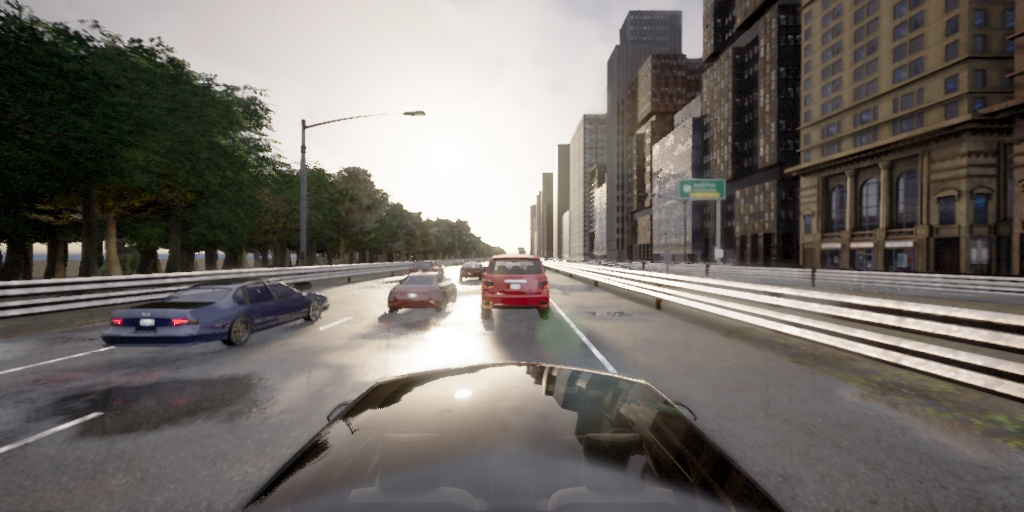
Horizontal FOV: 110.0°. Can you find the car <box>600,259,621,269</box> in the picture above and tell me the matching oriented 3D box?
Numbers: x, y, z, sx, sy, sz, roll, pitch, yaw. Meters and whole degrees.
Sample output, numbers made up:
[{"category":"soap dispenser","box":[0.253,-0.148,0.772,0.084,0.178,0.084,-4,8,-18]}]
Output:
[{"category":"car","box":[16.195,1.373,59.102,2.033,1.649,4.856,0,0,-18]}]

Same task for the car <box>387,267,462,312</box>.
[{"category":"car","box":[-3.396,1.325,14.264,1.994,1.385,4.181,0,0,0]}]

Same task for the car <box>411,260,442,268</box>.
[{"category":"car","box":[-6.890,1.129,29.285,2.097,1.767,4.553,0,0,0]}]

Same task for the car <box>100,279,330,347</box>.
[{"category":"car","box":[-6.898,1.304,9.291,2.033,1.411,5.357,0,0,0]}]

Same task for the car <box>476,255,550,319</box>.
[{"category":"car","box":[0.104,0.981,13.051,2.150,2.045,5.566,0,0,0]}]

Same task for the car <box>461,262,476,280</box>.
[{"category":"car","box":[-3.391,1.257,31.109,1.882,1.535,5.008,0,0,0]}]
